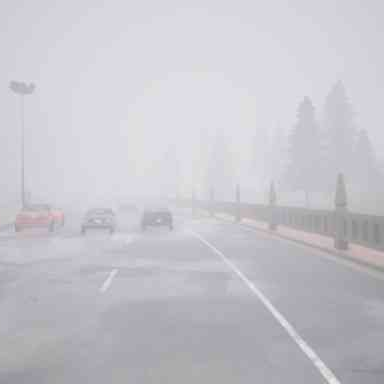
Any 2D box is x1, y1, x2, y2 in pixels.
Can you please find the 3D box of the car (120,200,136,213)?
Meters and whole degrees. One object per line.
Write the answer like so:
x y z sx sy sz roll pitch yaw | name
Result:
-7.575 1.636 38.967 1.812 1.442 4.674 0 0 -21 | car

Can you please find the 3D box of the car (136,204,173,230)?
-2.440 1.532 21.872 1.882 1.535 5.008 0 0 -12 | car

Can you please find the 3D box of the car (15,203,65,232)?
-9.382 1.433 20.865 2.097 1.767 4.553 0 0 -12 | car

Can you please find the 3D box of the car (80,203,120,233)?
-5.576 1.612 20.148 2.033 1.411 5.357 0 0 -12 | car
